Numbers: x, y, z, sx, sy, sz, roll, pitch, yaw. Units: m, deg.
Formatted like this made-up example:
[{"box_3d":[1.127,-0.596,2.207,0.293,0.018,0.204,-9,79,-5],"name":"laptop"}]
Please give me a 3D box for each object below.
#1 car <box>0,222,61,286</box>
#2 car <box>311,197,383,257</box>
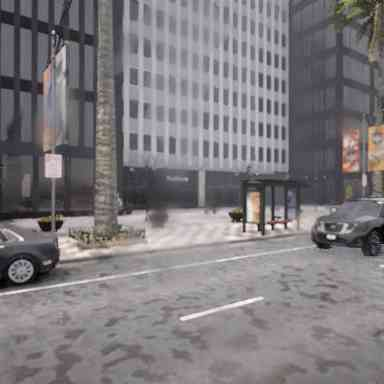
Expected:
[{"box_3d":[-5.725,1.481,7.876,4.892,1.521,2.231,0,0,-36],"name":"car"},{"box_3d":[7.205,1.254,13.433,5.566,2.045,2.150,0,0,-35],"name":"car"}]
